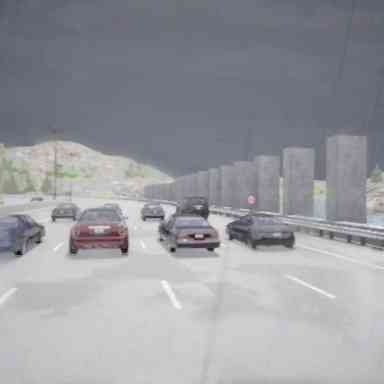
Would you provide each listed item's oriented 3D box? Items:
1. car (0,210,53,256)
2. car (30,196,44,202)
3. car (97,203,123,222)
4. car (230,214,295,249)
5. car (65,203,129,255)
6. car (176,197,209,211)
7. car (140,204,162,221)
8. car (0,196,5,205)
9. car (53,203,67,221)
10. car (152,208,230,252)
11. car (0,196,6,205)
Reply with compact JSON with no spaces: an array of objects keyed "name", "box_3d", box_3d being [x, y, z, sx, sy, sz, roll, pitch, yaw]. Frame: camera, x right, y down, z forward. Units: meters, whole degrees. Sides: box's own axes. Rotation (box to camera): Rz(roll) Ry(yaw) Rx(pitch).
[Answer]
[{"name":"car","box_3d":[-7.123,1.551,12.889,2.033,1.411,5.357,1,0,-13]},{"name":"car","box_3d":[-29.666,1.610,63.770,2.128,1.511,4.902,1,0,-16]},{"name":"car","box_3d":[-6.935,1.685,28.538,1.994,1.385,4.181,1,0,-12]},{"name":"car","box_3d":[3.045,1.718,15.544,1.994,1.385,4.181,1,0,-13]},{"name":"car","box_3d":[-3.727,1.404,13.761,2.097,1.767,4.553,1,-1,-13]},{"name":"car","box_3d":[-0.024,1.434,29.711,2.150,2.045,5.566,1,0,-12]},{"name":"car","box_3d":[-3.443,1.716,28.941,2.033,1.411,5.357,1,0,-12]},{"name":"car","box_3d":[-29.346,1.463,49.124,1.882,1.535,5.008,1,0,-13]},{"name":"car","box_3d":[-10.288,1.618,27.477,2.033,1.411,5.357,1,0,-12]},{"name":"car","box_3d":[-0.298,1.650,14.446,2.033,1.411,5.357,1,0,-13]},{"name":"car","box_3d":[-36.309,1.512,61.557,2.128,1.511,4.902,1,0,-16]}]
